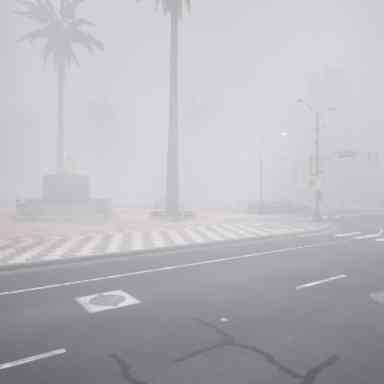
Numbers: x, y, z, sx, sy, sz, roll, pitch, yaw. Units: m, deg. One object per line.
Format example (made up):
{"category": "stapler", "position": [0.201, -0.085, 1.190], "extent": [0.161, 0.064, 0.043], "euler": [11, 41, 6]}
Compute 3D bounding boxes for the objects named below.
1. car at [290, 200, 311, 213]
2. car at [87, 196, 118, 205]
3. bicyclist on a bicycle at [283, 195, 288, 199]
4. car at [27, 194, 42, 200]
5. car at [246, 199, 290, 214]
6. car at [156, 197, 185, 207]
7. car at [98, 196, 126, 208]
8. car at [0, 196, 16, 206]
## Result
{"category": "car", "position": [10.666, 1.547, 37.588], "extent": [2.033, 1.411, 5.357], "euler": [0, 0, -37]}
{"category": "car", "position": [-15.829, 1.491, 59.107], "extent": [4.902, 1.511, 2.128], "euler": [0, 0, 2]}
{"category": "bicyclist on a bicycle", "position": [15.280, 1.300, 54.441], "extent": [0.582, 1.620, 1.656], "euler": [0, 0, 42]}
{"category": "car", "position": [-26.037, 1.221, 58.550], "extent": [5.566, 2.045, 2.150], "euler": [0, 0, -10]}
{"category": "car", "position": [7.795, 1.564, 35.427], "extent": [1.994, 1.385, 4.181], "euler": [0, 0, -38]}
{"category": "car", "position": [-3.251, 1.525, 49.133], "extent": [4.674, 1.442, 1.812], "euler": [0, 0, 23]}
{"category": "car", "position": [-12.429, 1.547, 48.233], "extent": [5.357, 1.411, 2.033], "euler": [0, 0, 8]}
{"category": "car", "position": [-31.100, 1.505, 53.609], "extent": [4.892, 1.490, 1.837], "euler": [0, 0, -16]}
